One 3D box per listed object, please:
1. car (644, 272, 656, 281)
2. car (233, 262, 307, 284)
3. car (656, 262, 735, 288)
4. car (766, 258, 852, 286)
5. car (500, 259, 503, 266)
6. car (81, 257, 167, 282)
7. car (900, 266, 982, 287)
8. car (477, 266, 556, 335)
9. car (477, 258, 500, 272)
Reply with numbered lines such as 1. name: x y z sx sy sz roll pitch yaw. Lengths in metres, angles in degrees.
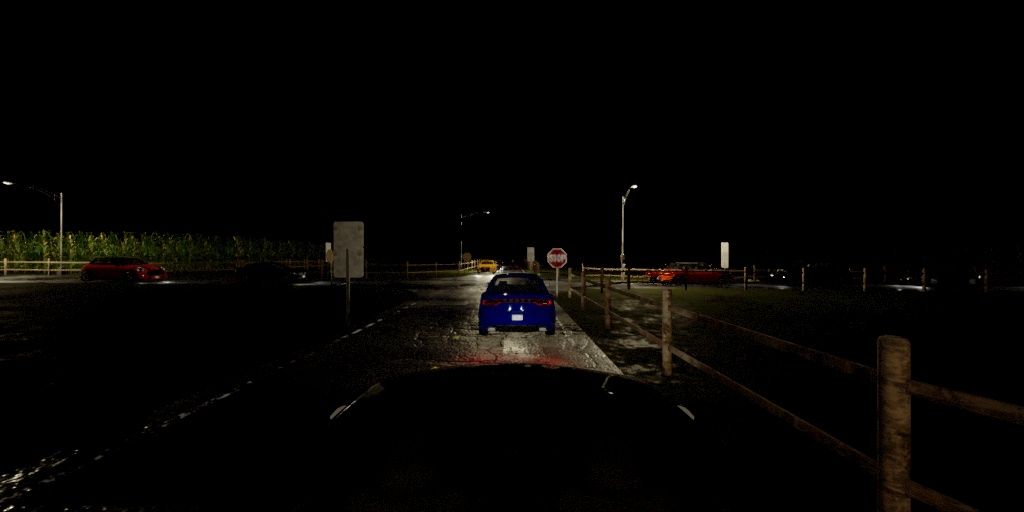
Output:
1. car: 12.840 1.462 27.884 4.718 1.301 1.895 0 0 -1
2. car: -17.015 1.155 25.322 4.674 1.442 1.812 0 0 1
3. car: 12.917 1.222 24.963 4.553 1.767 2.097 0 0 1
4. car: 22.928 1.169 27.797 5.566 2.045 2.150 1 0 0
5. car: -2.713 1.309 51.006 1.994 1.385 4.181 0 0 0
6. car: -27.411 0.899 25.451 4.553 1.767 2.097 1 0 1
7. car: 32.994 1.543 27.666 4.892 1.490 1.837 0 0 1
8. car: 0.123 1.227 10.499 1.882 1.535 5.008 0 0 0
9. car: -2.787 1.223 40.990 1.882 1.535 5.008 0 0 1
